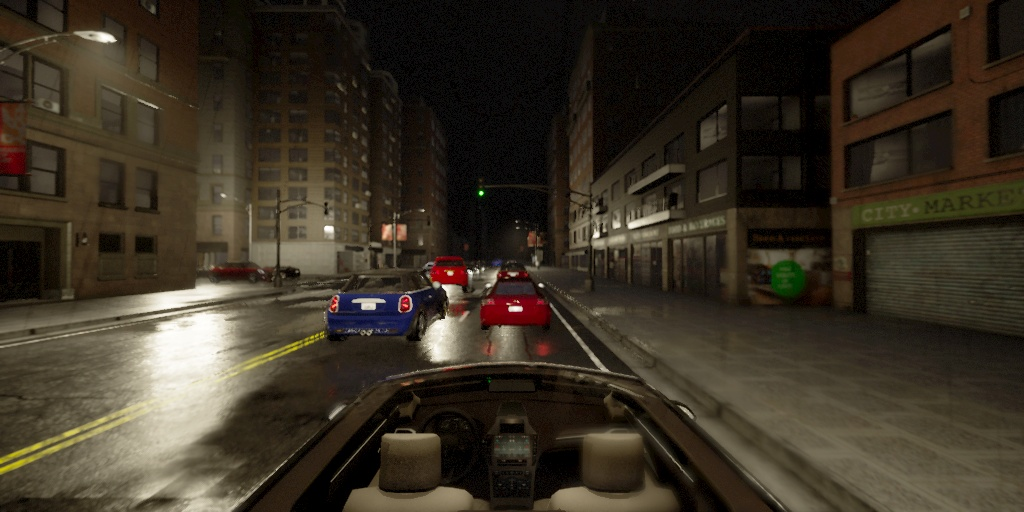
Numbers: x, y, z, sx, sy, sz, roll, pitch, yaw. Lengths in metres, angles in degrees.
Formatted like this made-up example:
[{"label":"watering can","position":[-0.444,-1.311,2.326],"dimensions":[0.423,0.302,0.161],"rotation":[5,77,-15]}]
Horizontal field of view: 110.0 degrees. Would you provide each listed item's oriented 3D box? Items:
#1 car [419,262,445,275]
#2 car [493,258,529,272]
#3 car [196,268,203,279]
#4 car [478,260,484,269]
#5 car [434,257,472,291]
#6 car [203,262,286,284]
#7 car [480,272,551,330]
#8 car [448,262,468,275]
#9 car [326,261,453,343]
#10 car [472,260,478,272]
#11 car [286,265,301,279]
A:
[{"label":"car","position":[-9.857,1.523,44.459],"dimensions":[2.033,1.411,5.357],"rotation":[0,0,0]},{"label":"car","position":[0.076,1.215,23.872],"dimensions":[2.097,1.767,4.553],"rotation":[0,0,0]},{"label":"car","position":[-27.816,1.486,33.571],"dimensions":[4.403,1.370,2.007],"rotation":[0,0,0]},{"label":"car","position":[-6.527,1.588,63.468],"dimensions":[1.837,1.490,4.892],"rotation":[0,0,1]},{"label":"car","position":[-4.111,1.081,22.728],"dimensions":[2.150,2.045,5.566],"rotation":[0,0,-14]},{"label":"car","position":[-20.798,1.230,27.994],"dimensions":[4.553,1.767,2.097],"rotation":[0,-1,2]},{"label":"car","position":[0.096,1.363,11.387],"dimensions":[1.994,1.385,4.181],"rotation":[0,0,0]},{"label":"car","position":[-6.604,1.480,44.373],"dimensions":[1.837,1.490,4.892],"rotation":[0,0,0]},{"label":"car","position":[-3.149,1.143,9.998],"dimensions":[2.097,1.767,4.553],"rotation":[0,0,0]},{"label":"car","position":[-6.594,1.531,53.485],"dimensions":[1.837,1.490,4.892],"rotation":[0,0,0]},{"label":"car","position":[-22.153,1.501,33.547],"dimensions":[4.313,1.339,1.948],"rotation":[0,0,0]}]
